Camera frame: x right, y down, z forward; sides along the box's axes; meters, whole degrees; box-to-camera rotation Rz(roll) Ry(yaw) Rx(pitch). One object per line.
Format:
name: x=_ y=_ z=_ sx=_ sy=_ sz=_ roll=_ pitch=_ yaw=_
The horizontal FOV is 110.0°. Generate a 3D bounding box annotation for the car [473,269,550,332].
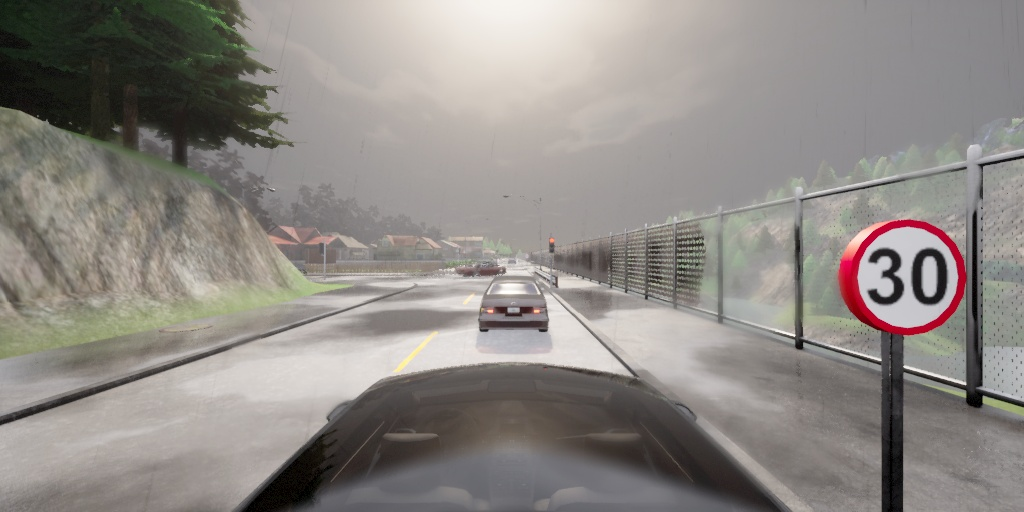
car: x=0.050 y=1.297 z=10.794 sx=2.033 sy=1.411 sz=5.357 roll=0 pitch=0 yaw=0

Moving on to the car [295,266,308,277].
car: x=-19.873 y=1.102 z=30.315 sx=4.553 sy=1.767 sz=2.097 roll=0 pitch=0 yaw=0

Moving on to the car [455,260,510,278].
car: x=-2.803 y=1.351 z=33.489 sx=4.718 sy=1.301 sz=1.895 roll=0 pitch=0 yaw=-42

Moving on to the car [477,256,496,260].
car: x=-4.078 y=0.971 z=54.688 sx=2.150 sy=2.045 sz=5.566 roll=0 pitch=0 yaw=0
